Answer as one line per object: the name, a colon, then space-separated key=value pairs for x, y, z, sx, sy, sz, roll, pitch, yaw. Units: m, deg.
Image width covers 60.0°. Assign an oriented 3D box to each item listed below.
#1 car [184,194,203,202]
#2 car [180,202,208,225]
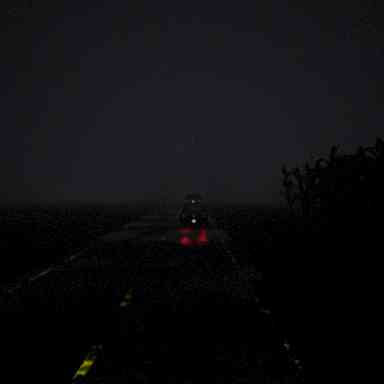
car: x=0.140 y=1.216 z=41.134 sx=2.150 sy=2.045 sz=5.566 roll=0 pitch=-1 yaw=0
car: x=0.122 y=1.609 z=23.875 sx=1.895 sy=1.301 sz=4.718 roll=0 pitch=0 yaw=0
